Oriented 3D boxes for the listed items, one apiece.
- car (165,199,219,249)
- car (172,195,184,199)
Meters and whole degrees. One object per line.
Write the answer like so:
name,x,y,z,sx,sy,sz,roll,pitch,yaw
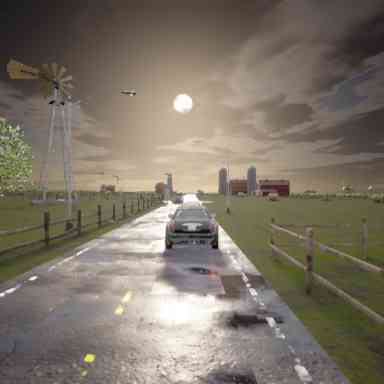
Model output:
car,0.000,1.368,14.620,2.097,1.767,4.553,0,0,0
car,-2.750,1.409,65.683,2.097,1.767,4.553,0,0,0
